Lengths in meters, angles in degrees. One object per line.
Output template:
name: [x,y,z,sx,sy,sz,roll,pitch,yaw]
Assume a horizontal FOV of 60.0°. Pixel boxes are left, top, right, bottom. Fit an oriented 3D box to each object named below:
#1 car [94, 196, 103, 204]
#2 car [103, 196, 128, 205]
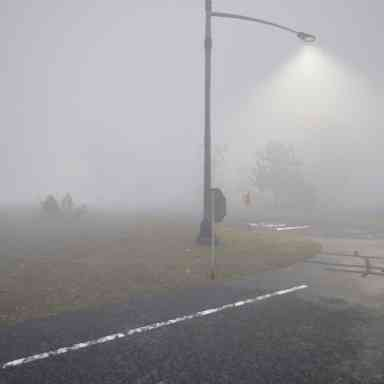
car: [-16.388,1.457,60.881,2.033,1.411,5.357,0,0,-34]
car: [-12.388,1.470,54.972,2.033,1.411,5.357,0,0,-33]
